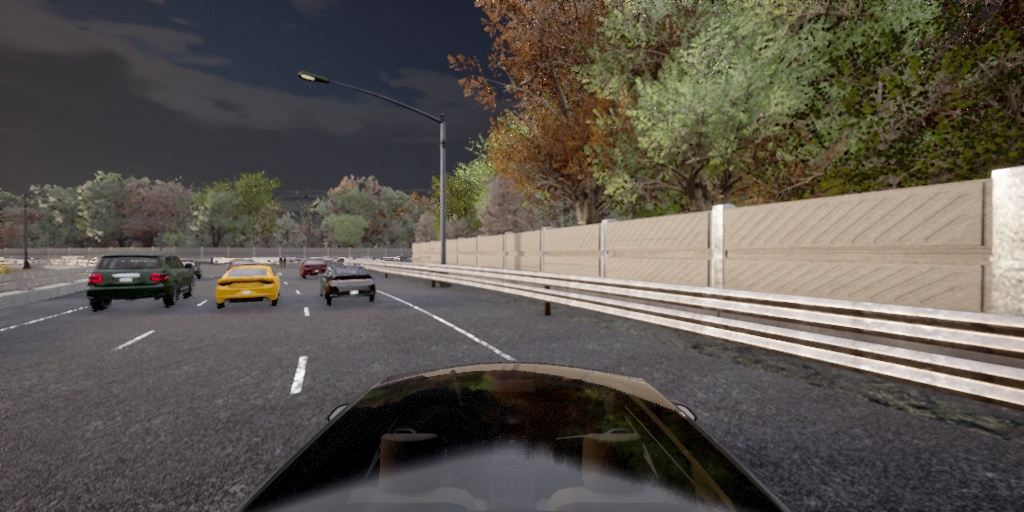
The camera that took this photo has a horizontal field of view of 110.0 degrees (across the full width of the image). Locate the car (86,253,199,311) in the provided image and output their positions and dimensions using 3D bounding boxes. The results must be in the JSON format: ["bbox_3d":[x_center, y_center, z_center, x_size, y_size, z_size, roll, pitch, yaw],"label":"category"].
[{"bbox_3d":[-14.717,0.901,14.521,2.150,2.045,5.566,0,0,-34],"label":"car"}]

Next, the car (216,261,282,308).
[{"bbox_3d":[-10.853,1.146,14.967,1.882,1.535,5.008,0,0,-32],"label":"car"}]

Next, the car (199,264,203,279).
[{"bbox_3d":[-26.776,1.115,29.338,1.812,1.442,4.674,0,1,-44],"label":"car"}]

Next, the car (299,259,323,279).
[{"bbox_3d":[-16.935,1.035,30.597,1.882,1.535,5.008,0,1,-34],"label":"car"}]

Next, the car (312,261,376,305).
[{"bbox_3d":[-7.251,1.146,15.630,2.128,1.511,4.902,0,0,-32],"label":"car"}]
